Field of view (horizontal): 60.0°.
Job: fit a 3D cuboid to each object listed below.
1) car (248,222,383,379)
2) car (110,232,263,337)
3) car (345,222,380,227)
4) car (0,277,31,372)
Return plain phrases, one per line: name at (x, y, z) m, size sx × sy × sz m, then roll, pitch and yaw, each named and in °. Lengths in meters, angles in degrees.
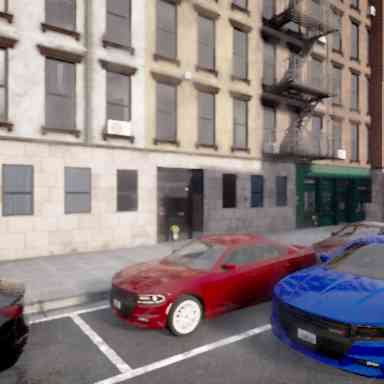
car at (3.422, 1.475, 5.488) m, size 5.008 × 1.535 × 1.882 m, roll 0°, pitch 0°, yaw -36°
car at (0.627, 1.543, 6.635) m, size 4.507 × 1.381 × 1.887 m, roll 0°, pitch 0°, yaw -35°
car at (5.251, 1.577, 9.931) m, size 4.206 × 1.307 × 1.802 m, roll 0°, pitch 0°, yaw -35°
car at (-3.997, 1.567, 3.339) m, size 4.313 × 1.339 × 1.947 m, roll 0°, pitch 0°, yaw -35°
